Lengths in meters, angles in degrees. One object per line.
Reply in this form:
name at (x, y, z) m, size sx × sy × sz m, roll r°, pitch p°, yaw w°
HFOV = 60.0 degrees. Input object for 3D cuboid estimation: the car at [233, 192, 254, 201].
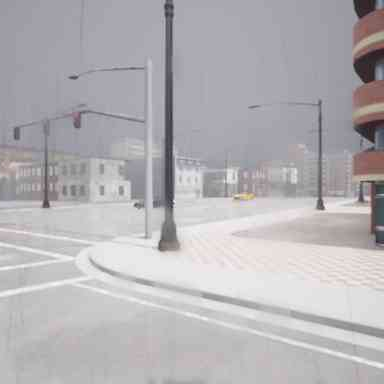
car at (8.767, 0.760, 56.534) m, size 1.882 × 1.535 × 5.008 m, roll 0°, pitch 1°, yaw 37°

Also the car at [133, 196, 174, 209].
car at (-4.421, 1.215, 39.043) m, size 2.033 × 1.411 × 5.357 m, roll 0°, pitch 1°, yaw 37°
